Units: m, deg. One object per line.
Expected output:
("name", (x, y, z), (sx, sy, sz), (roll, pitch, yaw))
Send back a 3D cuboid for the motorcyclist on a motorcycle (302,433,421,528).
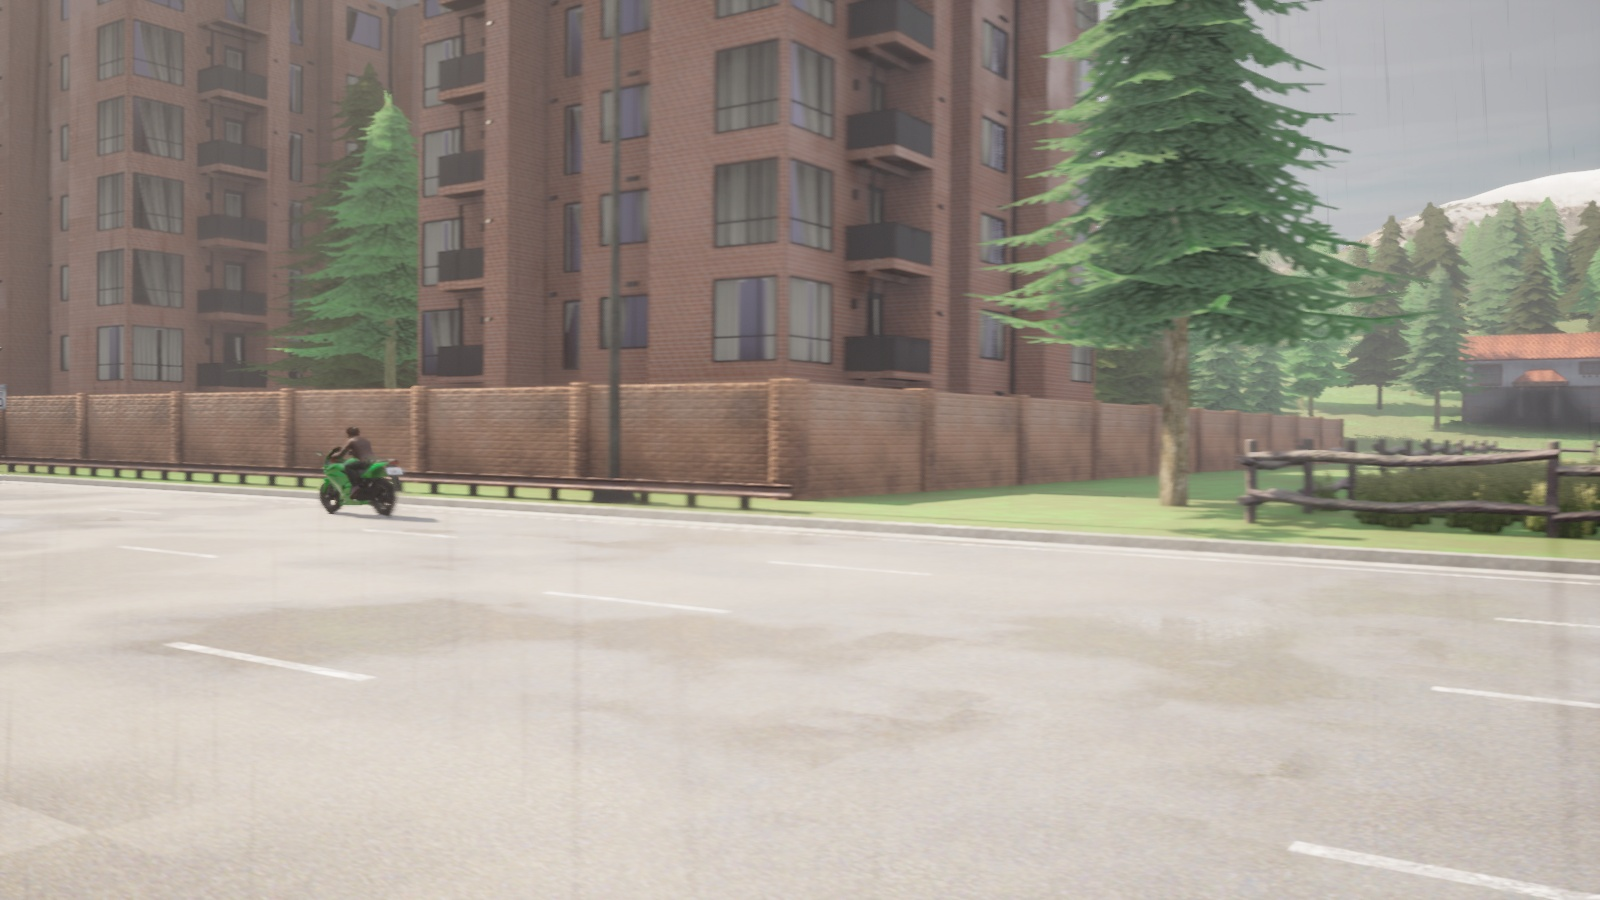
("motorcyclist on a motorcycle", (-7.384, 0.493, 21.133), (2.044, 1.523, 0.797), (0, 1, 34))
